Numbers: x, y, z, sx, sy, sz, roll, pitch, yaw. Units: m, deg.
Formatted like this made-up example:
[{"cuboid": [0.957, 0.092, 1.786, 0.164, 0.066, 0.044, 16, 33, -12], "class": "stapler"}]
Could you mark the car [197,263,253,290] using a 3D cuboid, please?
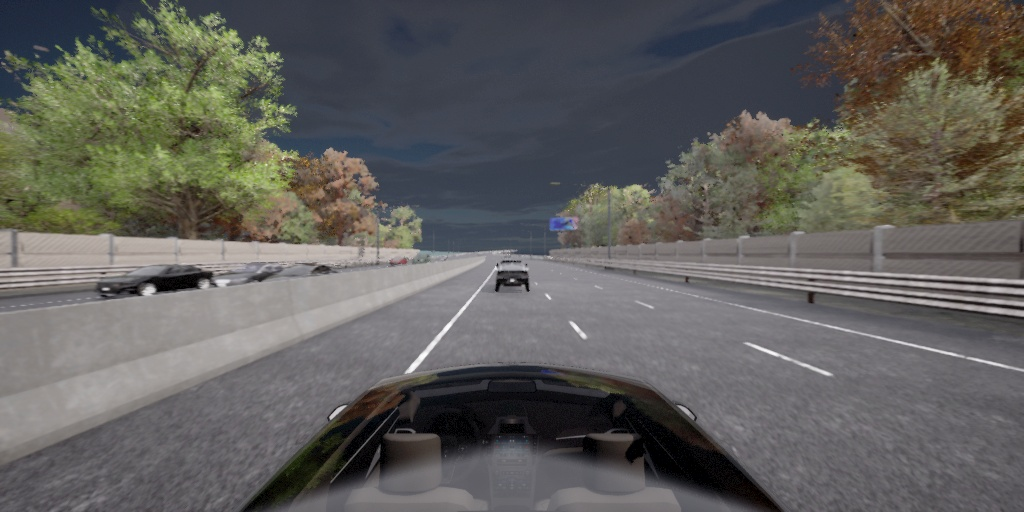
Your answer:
[{"cuboid": [-14.173, 1.146, 19.926, 2.128, 1.511, 4.902, 0, 0, 0], "class": "car"}]

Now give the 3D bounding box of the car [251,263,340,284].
[{"cuboid": [-10.661, 1.164, 18.478, 1.837, 1.490, 4.892, 0, 0, 0], "class": "car"}]

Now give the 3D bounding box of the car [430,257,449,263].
[{"cuboid": [-11.399, 0.897, 58.579, 2.128, 1.511, 4.902, 0, 0, -1], "class": "car"}]

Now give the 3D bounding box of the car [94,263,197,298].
[{"cuboid": [-17.657, 1.148, 18.069, 1.882, 1.535, 5.008, 0, 0, 0], "class": "car"}]

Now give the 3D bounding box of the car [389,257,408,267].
[{"cuboid": [-18.389, 0.891, 58.314, 1.882, 1.535, 5.008, 0, 0, -1], "class": "car"}]

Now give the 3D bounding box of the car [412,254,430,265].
[{"cuboid": [-14.926, 0.635, 59.777, 2.150, 2.045, 5.566, 0, 0, -1], "class": "car"}]

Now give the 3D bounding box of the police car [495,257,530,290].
[{"cuboid": [0.001, 1.055, 21.191, 1.930, 1.638, 5.238, 0, 0, -1], "class": "police car"}]
